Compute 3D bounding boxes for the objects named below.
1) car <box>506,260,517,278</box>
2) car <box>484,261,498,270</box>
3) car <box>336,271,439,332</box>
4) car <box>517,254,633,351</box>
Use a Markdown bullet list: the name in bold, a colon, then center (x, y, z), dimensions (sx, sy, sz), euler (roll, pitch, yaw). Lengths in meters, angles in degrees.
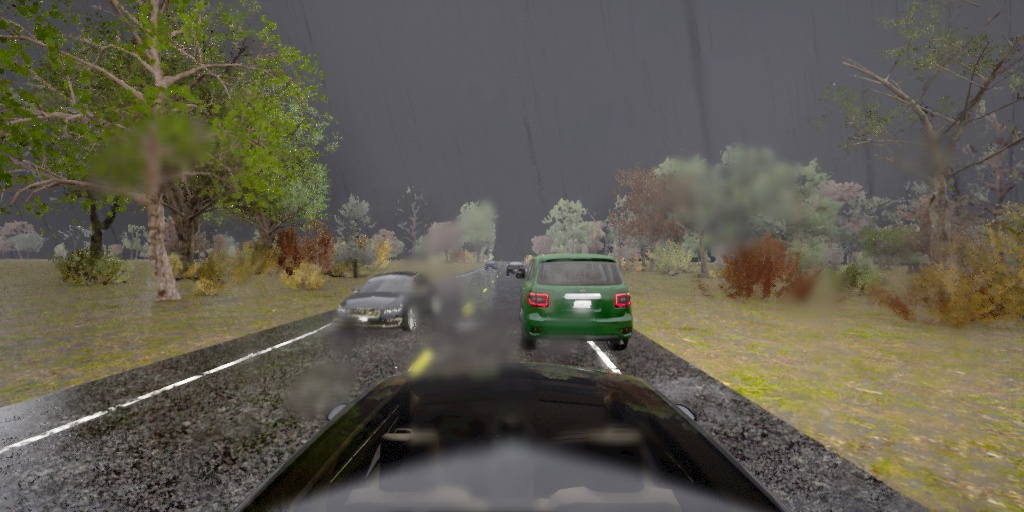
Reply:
- **car**: center (0.420, 1.270, 38.522), dimensions (1.882, 1.535, 5.008), euler (0, 0, 1)
- **car**: center (-3.118, 1.387, 54.100), dimensions (2.033, 1.411, 5.357), euler (0, 0, 1)
- **car**: center (-3.505, 1.254, 10.964), dimensions (1.837, 1.490, 4.892), euler (0, 0, 1)
- **car**: center (1.304, 0.974, 9.150), dimensions (2.150, 2.045, 5.566), euler (0, 0, 1)
